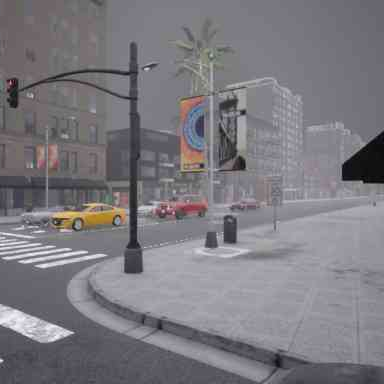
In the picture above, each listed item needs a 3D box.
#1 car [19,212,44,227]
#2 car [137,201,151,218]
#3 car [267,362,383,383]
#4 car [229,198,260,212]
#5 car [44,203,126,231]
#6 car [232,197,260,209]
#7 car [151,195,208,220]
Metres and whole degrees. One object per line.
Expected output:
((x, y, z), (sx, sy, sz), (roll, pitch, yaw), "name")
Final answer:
((-9.254, 1.615, 23.065), (1.895, 1.301, 4.718), (0, 0, 35), "car")
((-3.551, 1.556, 31.148), (1.812, 1.442, 4.674), (0, 0, 34), "car")
((2.206, 1.551, 1.274), (4.403, 1.369, 2.008), (0, 0, 35), "car")
((6.253, 1.661, 39.394), (1.895, 1.301, 4.718), (0, 0, 35), "car")
((-6.491, 1.496, 21.325), (1.882, 1.535, 5.008), (0, 0, 35), "car")
((7.752, 1.550, 47.101), (1.882, 1.535, 5.008), (0, 0, 36), "car")
((-0.765, 1.257, 29.457), (2.150, 2.045, 5.566), (0, 0, 35), "car")
